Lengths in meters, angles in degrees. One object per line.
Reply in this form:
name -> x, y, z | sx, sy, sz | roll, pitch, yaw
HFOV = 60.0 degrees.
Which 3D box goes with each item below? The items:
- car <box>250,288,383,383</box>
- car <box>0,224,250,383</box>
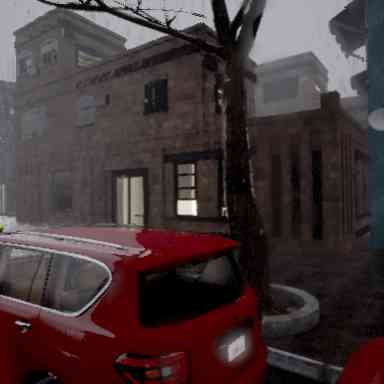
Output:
car -> 2.924, 1.310, 0.805 | 5.009, 1.841, 2.192 | 0, -1, 36
car -> -1.593, 1.324, 4.029 | 5.009, 1.841, 2.192 | 0, -1, 36
